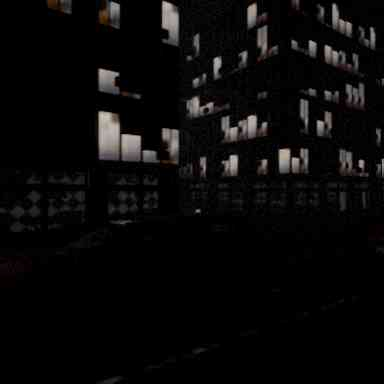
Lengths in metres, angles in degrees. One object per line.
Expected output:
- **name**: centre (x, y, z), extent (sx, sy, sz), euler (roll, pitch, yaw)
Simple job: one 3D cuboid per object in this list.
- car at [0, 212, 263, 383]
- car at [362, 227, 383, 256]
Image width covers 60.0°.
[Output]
- **car**: centre (-0.978, 1.321, 5.592), extent (5.009, 1.841, 2.192), euler (0, 0, -36)
- **car**: centre (8.025, 1.557, 12.108), extent (4.829, 1.417, 1.752), euler (0, 0, -36)
